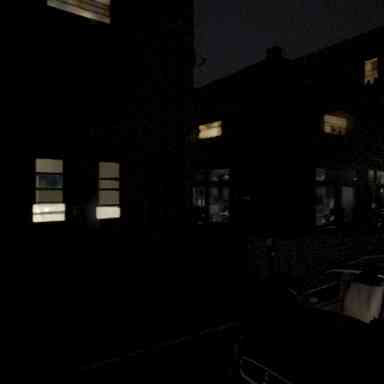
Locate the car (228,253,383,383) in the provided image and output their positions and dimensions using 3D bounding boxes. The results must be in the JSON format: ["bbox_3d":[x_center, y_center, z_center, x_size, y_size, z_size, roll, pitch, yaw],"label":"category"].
[{"bbox_3d":[2.414,1.536,4.123,4.403,1.369,2.008,0,0,-35],"label":"car"}]
